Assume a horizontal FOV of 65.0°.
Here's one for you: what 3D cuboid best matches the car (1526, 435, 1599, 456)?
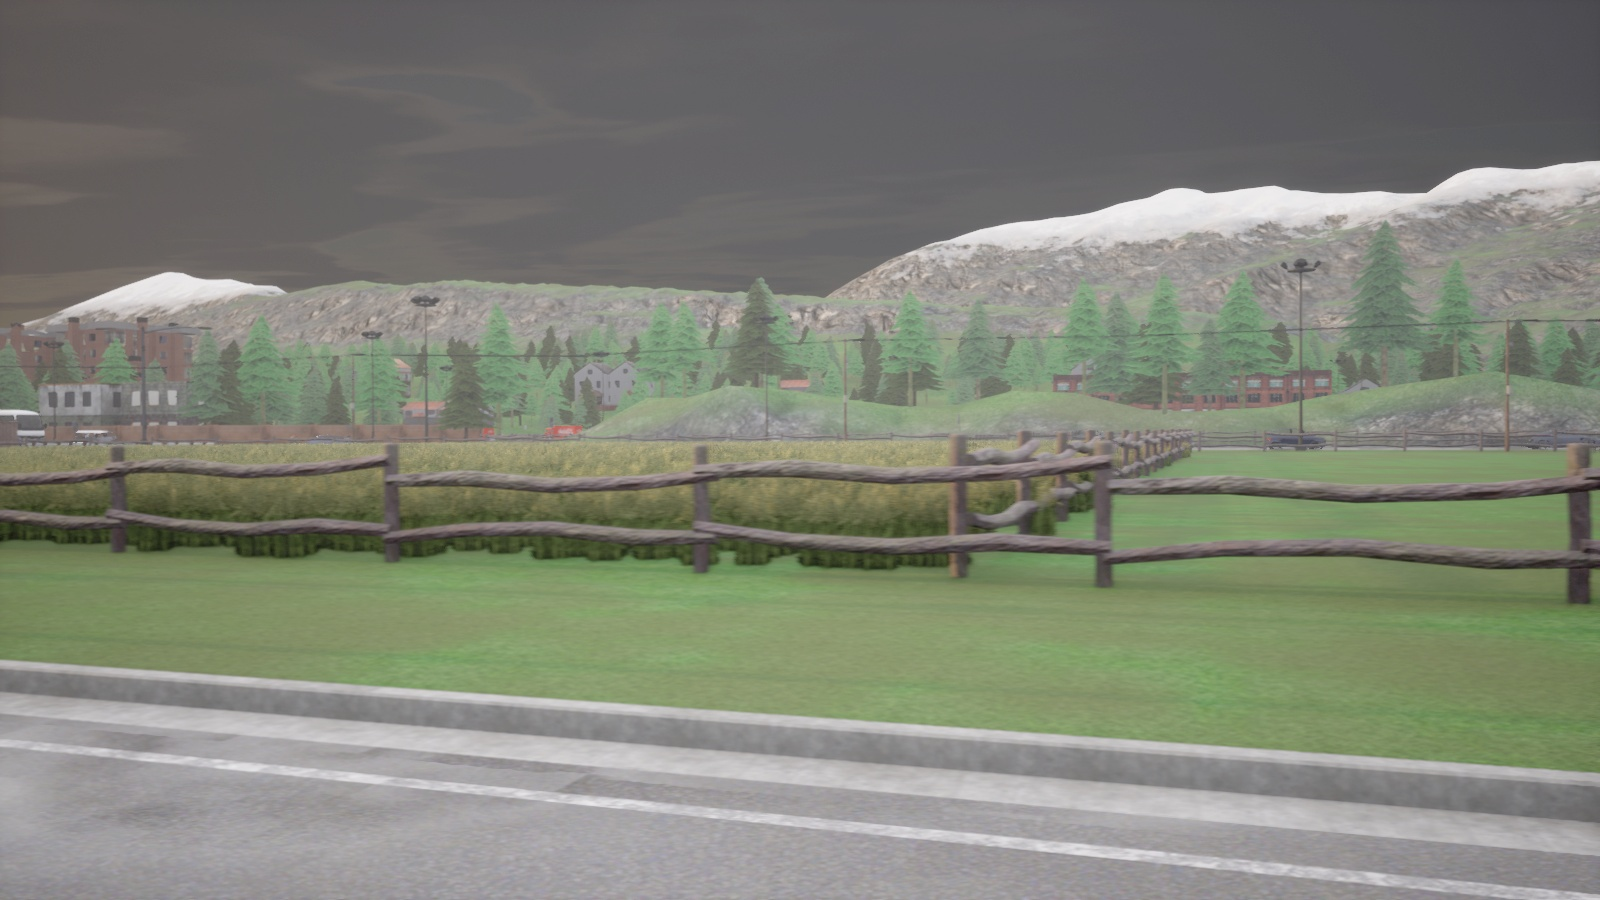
[{"bbox_3d":[51.346,-0.306,84.343,4.181,1.385,1.994,0,1,18],"label":"car"}]

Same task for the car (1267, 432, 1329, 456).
[{"bbox_3d":[32.884,-0.409,83.085,3.705,1.549,1.789,0,1,18],"label":"car"}]
